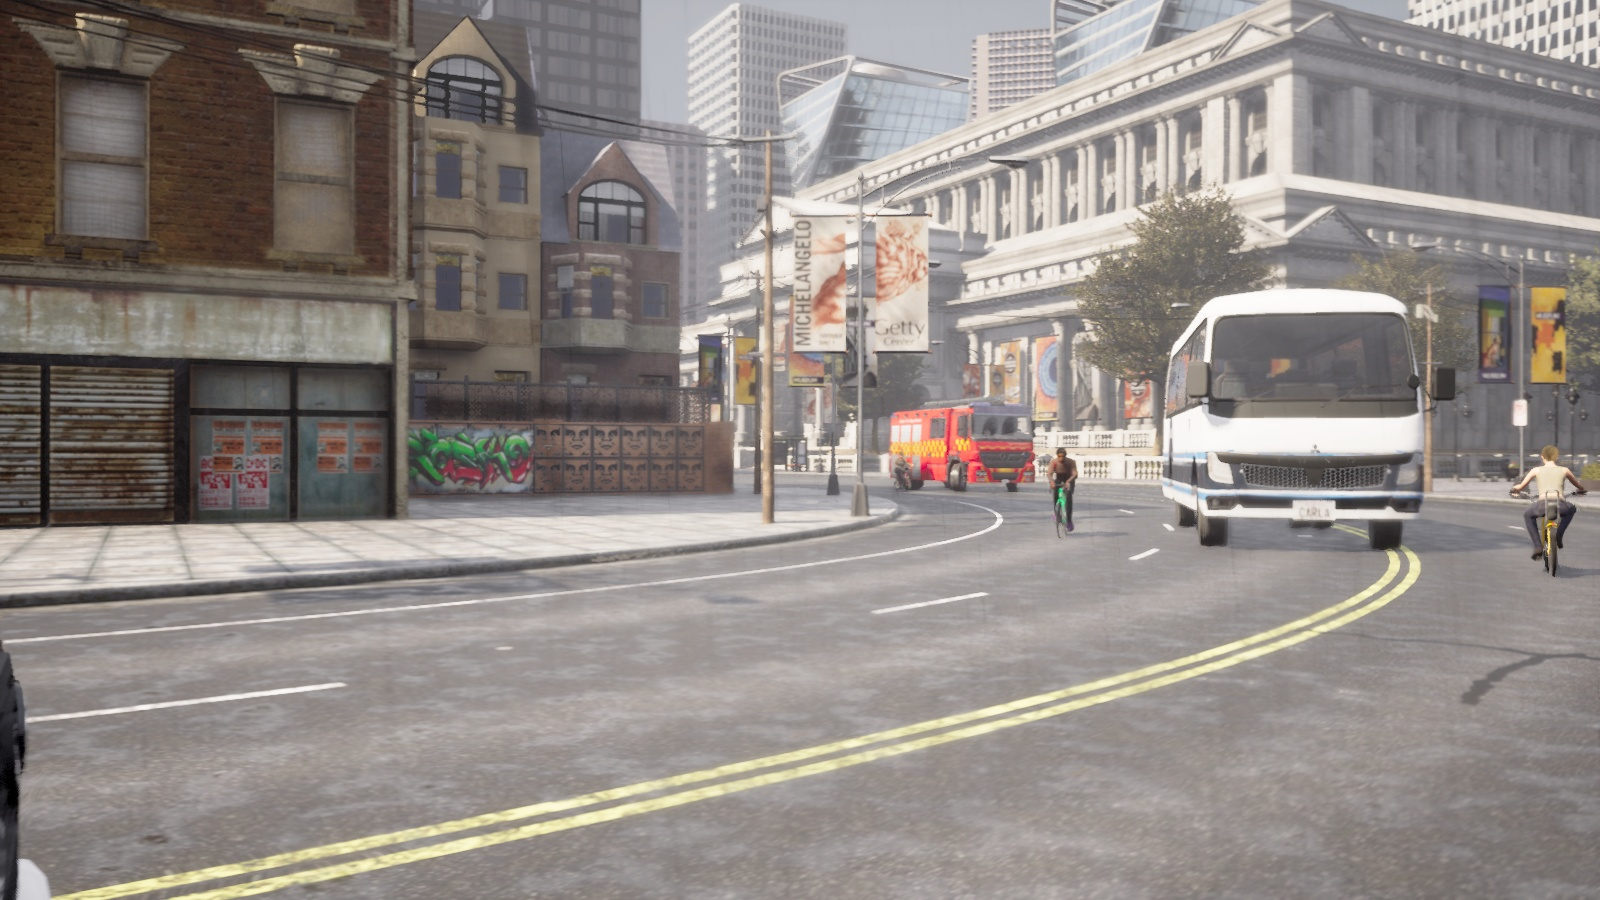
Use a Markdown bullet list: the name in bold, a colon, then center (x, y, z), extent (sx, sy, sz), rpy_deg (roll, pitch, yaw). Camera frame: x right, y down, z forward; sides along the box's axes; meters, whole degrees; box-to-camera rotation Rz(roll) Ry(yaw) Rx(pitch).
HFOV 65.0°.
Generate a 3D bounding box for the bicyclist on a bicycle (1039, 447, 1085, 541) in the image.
- **bicyclist on a bicycle**: center (4.711, 0.762, 22.547), extent (0.582, 1.620, 1.656), rpy_deg (-1, 0, 19)

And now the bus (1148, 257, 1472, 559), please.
- **bus**: center (8.681, -0.577, 23.109), extent (3.944, 4.253, 10.273), rpy_deg (0, 0, 13)

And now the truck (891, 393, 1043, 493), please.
- **truck**: center (6.788, -0.261, 52.617), extent (2.891, 3.827, 8.468), rpy_deg (0, 0, -18)

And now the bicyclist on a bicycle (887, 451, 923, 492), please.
- **bicyclist on a bicycle**: center (4.200, 0.841, 50.343), extent (0.866, 1.612, 1.509), rpy_deg (-1, 0, -20)

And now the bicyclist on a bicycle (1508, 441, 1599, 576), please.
- **bicyclist on a bicycle**: center (9.476, 0.709, 15.854), extent (0.866, 1.612, 1.509), rpy_deg (-1, -1, 27)

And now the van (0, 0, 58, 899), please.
- **van**: center (-3.354, 0.480, 1.225), extent (4.480, 2.038, 2.069), rpy_deg (0, -1, -29)
